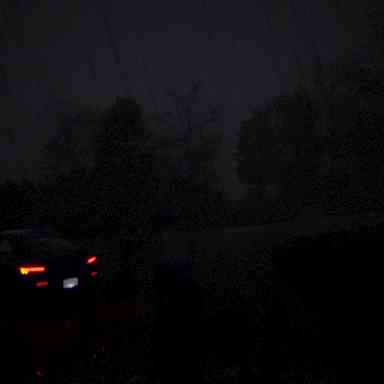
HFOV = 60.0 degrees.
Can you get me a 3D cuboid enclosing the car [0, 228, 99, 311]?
[{"bbox_3d":[-3.961,1.591,7.986,4.674,1.442,1.812,-1,0,45],"label":"car"}]
